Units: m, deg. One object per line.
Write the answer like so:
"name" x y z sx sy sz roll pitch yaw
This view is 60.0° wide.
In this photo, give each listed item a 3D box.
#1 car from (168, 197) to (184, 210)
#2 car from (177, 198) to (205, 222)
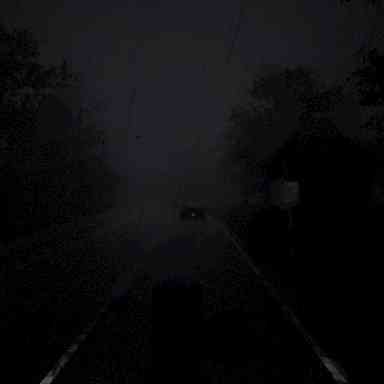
"car" -1.856 1.386 42.679 2.097 1.767 4.553 1 0 -9
"car" -0.038 1.499 26.539 1.882 1.535 5.008 0 0 -3
